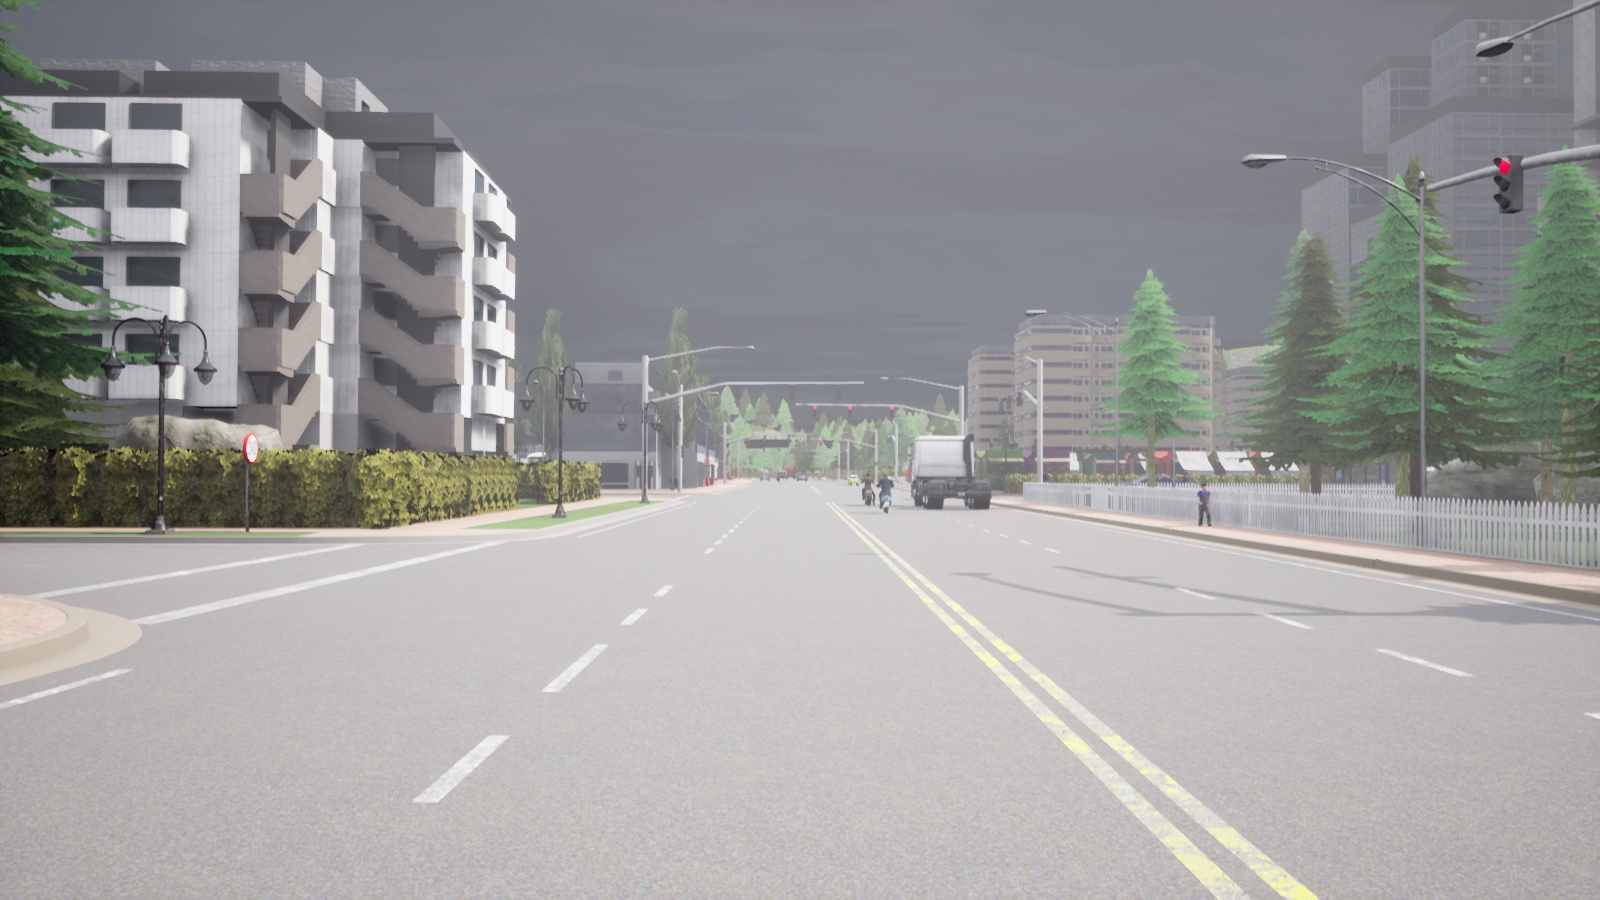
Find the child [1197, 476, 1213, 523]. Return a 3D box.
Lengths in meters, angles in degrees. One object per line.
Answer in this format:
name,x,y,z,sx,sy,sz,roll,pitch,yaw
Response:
child,10.932,1.326,33.915,0.270,1.263,0.437,0,-1,0

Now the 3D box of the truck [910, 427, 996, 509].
truck,6.860,0.848,57.461,2.891,3.462,7.936,0,-1,0

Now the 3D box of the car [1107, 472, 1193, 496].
car,22.624,2.175,81.257,5.008,1.535,1.882,0,-1,-2

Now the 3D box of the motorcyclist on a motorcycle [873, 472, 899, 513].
motorcyclist on a motorcycle,3.375,1.652,49.434,0.866,1.590,1.817,0,-1,0
